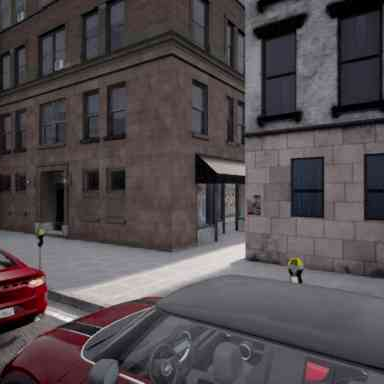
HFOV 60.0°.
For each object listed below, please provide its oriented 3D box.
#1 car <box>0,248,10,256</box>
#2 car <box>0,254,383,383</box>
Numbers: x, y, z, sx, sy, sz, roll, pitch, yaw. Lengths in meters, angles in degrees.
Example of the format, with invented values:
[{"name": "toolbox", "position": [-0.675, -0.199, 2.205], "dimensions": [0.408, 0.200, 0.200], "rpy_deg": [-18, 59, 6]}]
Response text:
[{"name": "car", "position": [-4.407, 1.545, 5.901], "dimensions": [4.507, 1.381, 1.887], "rpy_deg": [0, 0, 35]}, {"name": "car", "position": [0.242, 1.440, 2.633], "dimensions": [4.097, 1.590, 1.967], "rpy_deg": [0, 0, 35]}]
